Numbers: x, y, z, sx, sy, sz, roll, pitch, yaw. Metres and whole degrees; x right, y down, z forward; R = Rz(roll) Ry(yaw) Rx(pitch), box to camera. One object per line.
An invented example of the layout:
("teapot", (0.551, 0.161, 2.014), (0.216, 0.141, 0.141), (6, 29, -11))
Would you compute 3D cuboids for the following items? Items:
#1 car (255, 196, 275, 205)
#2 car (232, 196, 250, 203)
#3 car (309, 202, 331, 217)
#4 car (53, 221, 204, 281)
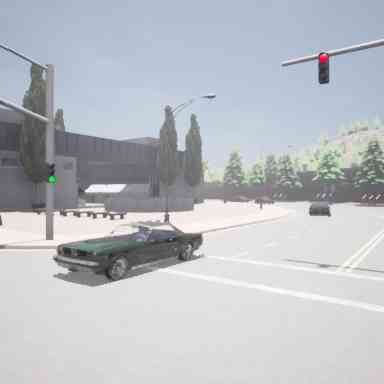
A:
("car", (12.976, 1.525, 59.504), (1.812, 1.442, 4.674), (0, 0, -19))
("car", (9.799, 1.525, 67.033), (1.812, 1.442, 4.674), (0, 0, -29))
("car", (12.250, 1.601, 31.693), (1.895, 1.301, 4.718), (0, 0, 22))
("car", (-1.664, 1.601, 10.141), (1.895, 1.301, 4.718), (0, 0, 36))
